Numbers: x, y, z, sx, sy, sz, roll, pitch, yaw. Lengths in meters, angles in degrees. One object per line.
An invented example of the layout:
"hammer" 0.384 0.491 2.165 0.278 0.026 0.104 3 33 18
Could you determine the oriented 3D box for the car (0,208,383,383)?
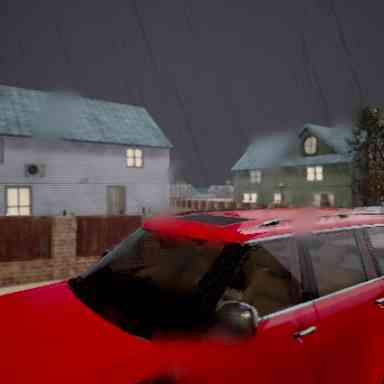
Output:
"car" 0.325 1.230 3.349 5.566 2.045 2.150 0 0 -34
